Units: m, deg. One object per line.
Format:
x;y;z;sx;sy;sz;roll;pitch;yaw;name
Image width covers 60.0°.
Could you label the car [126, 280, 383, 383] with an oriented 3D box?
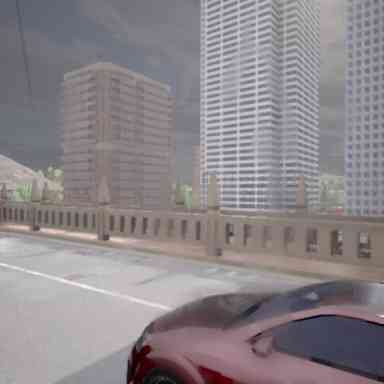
1.377;1.562;3.010;4.181;1.385;1.994;0;0;36;car
